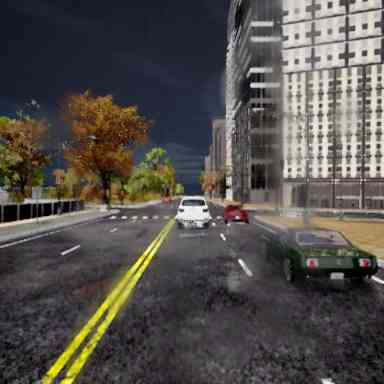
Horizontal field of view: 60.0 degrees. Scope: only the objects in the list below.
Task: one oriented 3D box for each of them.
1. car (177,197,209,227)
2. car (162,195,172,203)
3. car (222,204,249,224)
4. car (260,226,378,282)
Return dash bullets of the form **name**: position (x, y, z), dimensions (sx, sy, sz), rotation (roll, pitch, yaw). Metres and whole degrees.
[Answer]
- **car**: position (0.094, 1.382, 24.292), dimensions (2.150, 2.045, 5.566), rotation (0, 0, 0)
- **car**: position (-6.493, 1.874, 87.595), dimensions (2.150, 2.045, 5.566), rotation (0, 0, 0)
- **car**: position (3.402, 1.702, 26.539), dimensions (1.812, 1.442, 4.674), rotation (0, 0, 2)
- **car**: position (3.349, 1.665, 9.878), dimensions (1.895, 1.301, 4.718), rotation (0, 0, 0)
